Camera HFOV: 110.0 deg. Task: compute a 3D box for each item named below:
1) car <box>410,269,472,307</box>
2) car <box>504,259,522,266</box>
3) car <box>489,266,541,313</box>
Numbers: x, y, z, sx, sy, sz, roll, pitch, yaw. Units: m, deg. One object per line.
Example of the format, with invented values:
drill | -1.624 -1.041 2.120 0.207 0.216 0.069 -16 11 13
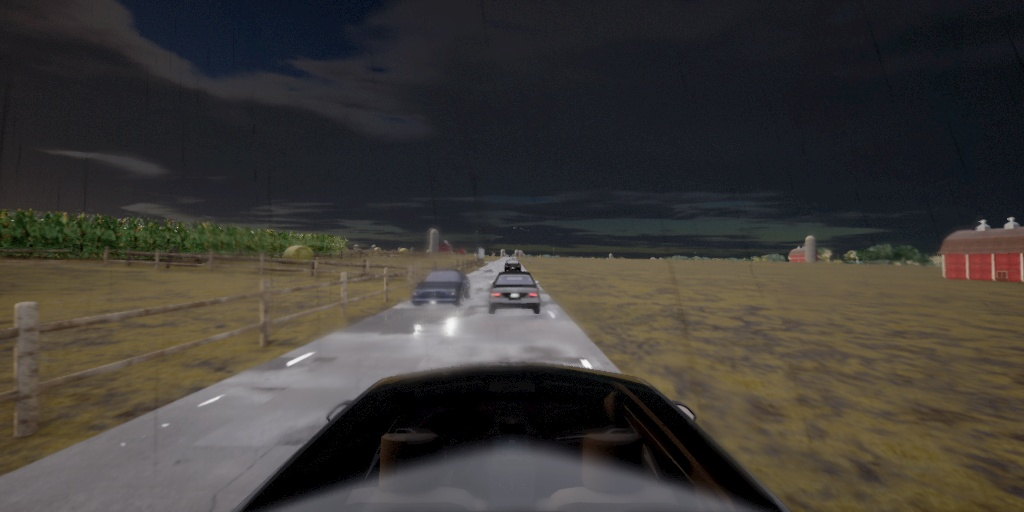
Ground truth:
car | -2.854 1.295 15.634 2.033 1.411 5.357 0 0 0
car | 0.089 1.129 41.736 1.882 1.535 5.008 0 0 0
car | 0.096 1.297 13.904 2.033 1.411 5.357 0 0 0
